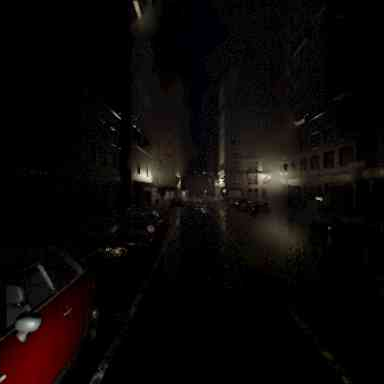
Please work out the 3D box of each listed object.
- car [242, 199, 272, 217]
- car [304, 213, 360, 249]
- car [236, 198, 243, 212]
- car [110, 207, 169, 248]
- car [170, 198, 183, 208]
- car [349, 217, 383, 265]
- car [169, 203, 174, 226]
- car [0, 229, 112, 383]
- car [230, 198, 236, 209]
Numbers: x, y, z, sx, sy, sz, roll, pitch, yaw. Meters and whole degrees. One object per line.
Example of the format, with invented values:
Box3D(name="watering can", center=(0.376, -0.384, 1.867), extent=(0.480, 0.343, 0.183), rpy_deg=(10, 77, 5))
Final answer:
Box3D(name="car", center=(6.315, 1.561, 31.188), extent=(2.008, 1.369, 4.403), rpy_deg=(0, 0, 0))
Box3D(name="car", center=(6.259, 1.570, 14.431), extent=(2.008, 1.369, 4.403), rpy_deg=(0, 0, 0))
Box3D(name="car", center=(6.334, 1.530, 36.944), extent=(1.752, 1.417, 4.829), rpy_deg=(0, 0, 0))
Box3D(name="car", center=(-2.280, 1.426, 14.457), extent=(1.967, 1.590, 4.097), rpy_deg=(0, 0, 0))
Box3D(name="car", center=(-2.174, 1.505, 47.971), extent=(1.887, 1.381, 4.507), rpy_deg=(0, 0, 0))
Box3D(name="car", center=(6.240, 1.588, 8.845), extent=(1.947, 1.339, 4.313), rpy_deg=(0, 0, 0))
Box3D(name="car", center=(-2.261, 1.566, 20.043), extent=(1.802, 1.307, 4.206), rpy_deg=(0, 0, 0))
Box3D(name="car", center=(-2.314, 1.430, 3.286), extent=(1.967, 1.590, 4.097), rpy_deg=(0, 0, 0))
Box3D(name="car", center=(6.353, 1.566, 42.360), extent=(1.947, 1.339, 4.313), rpy_deg=(0, 0, 0))
